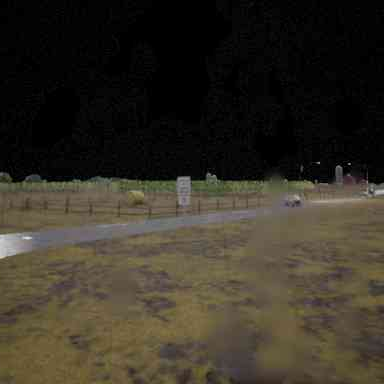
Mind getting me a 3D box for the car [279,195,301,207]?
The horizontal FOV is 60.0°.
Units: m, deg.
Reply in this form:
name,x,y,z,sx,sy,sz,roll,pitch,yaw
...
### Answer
name,x,y,z,sx,sy,sz,roll,pitch,yaw
car,14.598,1.206,49.390,2.097,1.767,4.553,-2,0,35
